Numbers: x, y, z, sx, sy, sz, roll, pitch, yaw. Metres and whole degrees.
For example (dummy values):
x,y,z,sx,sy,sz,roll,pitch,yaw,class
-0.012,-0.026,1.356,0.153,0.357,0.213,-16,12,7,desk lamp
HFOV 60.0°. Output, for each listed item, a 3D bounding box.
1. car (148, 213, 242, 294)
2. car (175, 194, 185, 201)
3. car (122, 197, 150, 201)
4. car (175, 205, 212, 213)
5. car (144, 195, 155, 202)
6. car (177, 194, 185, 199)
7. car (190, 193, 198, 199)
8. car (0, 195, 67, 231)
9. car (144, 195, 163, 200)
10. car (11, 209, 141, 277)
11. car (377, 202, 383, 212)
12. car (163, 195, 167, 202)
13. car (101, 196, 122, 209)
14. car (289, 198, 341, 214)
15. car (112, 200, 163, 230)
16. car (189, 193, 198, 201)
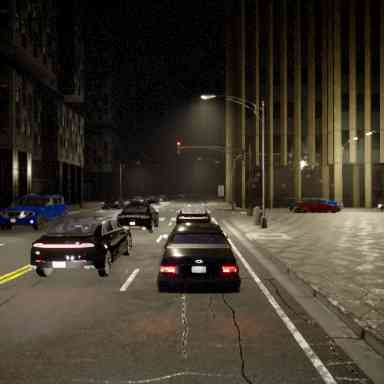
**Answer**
x,y,z,sx,sy,sz,roll,pitch,yaw,class
0.143,1.544,8.951,2.033,1.411,5.357,0,0,0,car
-2.861,1.316,77.112,2.128,1.511,4.902,0,0,0,car
-6.408,1.542,38.574,1.895,1.301,4.718,0,0,0,car
0.092,1.475,18.695,2.128,1.511,4.902,0,0,0,car
-9.383,1.339,73.053,1.812,1.442,4.674,0,0,0,car
-2.808,1.187,87.564,1.895,1.301,4.718,0,0,0,car
0.442,1.117,87.517,2.128,1.511,4.902,0,0,0,car
-9.756,1.202,20.951,2.150,2.045,5.566,0,0,1,car
-6.323,1.491,53.799,1.895,1.301,4.718,0,0,0,car
-3.101,1.487,10.225,2.128,1.511,4.902,0,0,0,car
22.176,1.343,35.018,4.902,1.511,2.128,0,0,0,car
-6.156,1.353,68.939,2.128,1.511,4.902,0,0,0,car
-9.644,1.286,41.079,2.097,1.767,4.553,0,0,0,car
11.929,1.438,31.896,4.181,1.385,1.994,0,0,1,car
-3.055,1.460,19.601,1.882,1.535,5.008,0,0,0,car
0.389,1.291,77.095,1.837,1.490,4.892,0,0,0,car
